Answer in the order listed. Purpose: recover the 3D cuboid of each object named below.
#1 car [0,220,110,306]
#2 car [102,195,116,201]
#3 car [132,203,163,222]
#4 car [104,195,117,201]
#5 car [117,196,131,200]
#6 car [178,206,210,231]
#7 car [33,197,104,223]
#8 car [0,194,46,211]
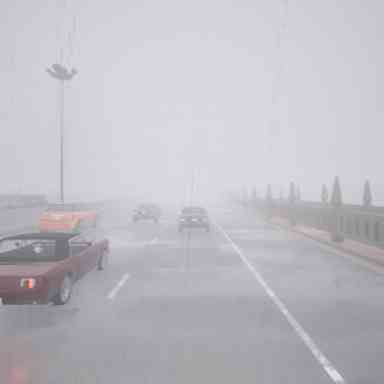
[{"bbox_3d":[-3.397,1.602,7.964,1.895,1.301,4.718,0,0,0],"label":"car"},{"bbox_3d":[-20.281,1.544,81.460,2.033,1.411,5.357,0,0,2],"label":"car"},{"bbox_3d":[-3.390,1.549,26.005,2.033,1.411,5.357,0,0,0],"label":"car"},{"bbox_3d":[-17.087,1.557,70.946,1.994,1.385,4.181,0,0,2],"label":"car"},{"bbox_3d":[-13.637,1.557,69.201,1.994,1.385,4.181,0,0,2],"label":"car"},{"bbox_3d":[0.109,1.548,20.414,2.033,1.411,5.357,0,0,0],"label":"car"},{"bbox_3d":[-6.893,1.354,19.153,2.097,1.767,4.553,0,0,0],"label":"car"},{"bbox_3d":[-14.087,1.225,28.178,2.150,2.045,5.566,0,0,0],"label":"car"}]
